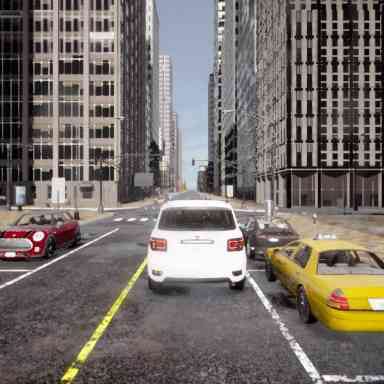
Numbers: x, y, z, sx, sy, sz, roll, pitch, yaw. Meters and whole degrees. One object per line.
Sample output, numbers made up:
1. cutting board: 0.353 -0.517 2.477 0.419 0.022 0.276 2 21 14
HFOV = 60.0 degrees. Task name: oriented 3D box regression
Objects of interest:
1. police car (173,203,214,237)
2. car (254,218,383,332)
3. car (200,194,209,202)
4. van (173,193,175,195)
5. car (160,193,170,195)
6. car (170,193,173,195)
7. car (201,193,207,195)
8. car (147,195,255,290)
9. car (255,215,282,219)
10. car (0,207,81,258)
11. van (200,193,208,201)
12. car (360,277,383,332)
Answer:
1. police car: 0.111 1.497 19.132 2.038 1.542 4.974 0 0 1
2. car: 2.697 1.525 6.927 1.752 1.417 4.829 0 0 0
3. car: 2.748 1.353 73.053 1.967 1.590 4.097 0 0 0
4. van: -5.622 1.225 84.433 1.690 1.788 3.998 0 0 0
5. car: -5.736 1.380 61.693 1.967 1.590 4.097 0 0 0
6. car: -5.665 1.242 67.378 2.192 1.841 5.009 0 0 0
7. car: 2.836 1.380 61.685 1.967 1.590 4.097 0 0 0
8. car: 0.107 1.220 9.212 2.150 2.045 5.566 0 0 0
9. car: 2.702 1.548 12.425 2.008 1.369 4.403 0 0 0
10. car: -5.678 1.437 12.430 1.967 1.590 4.097 0 0 0
11. van: 2.753 1.239 78.738 1.690 1.788 3.998 0 0 0
12. car: 2.693 1.551 1.086 2.008 1.369 4.403 0 0 0
